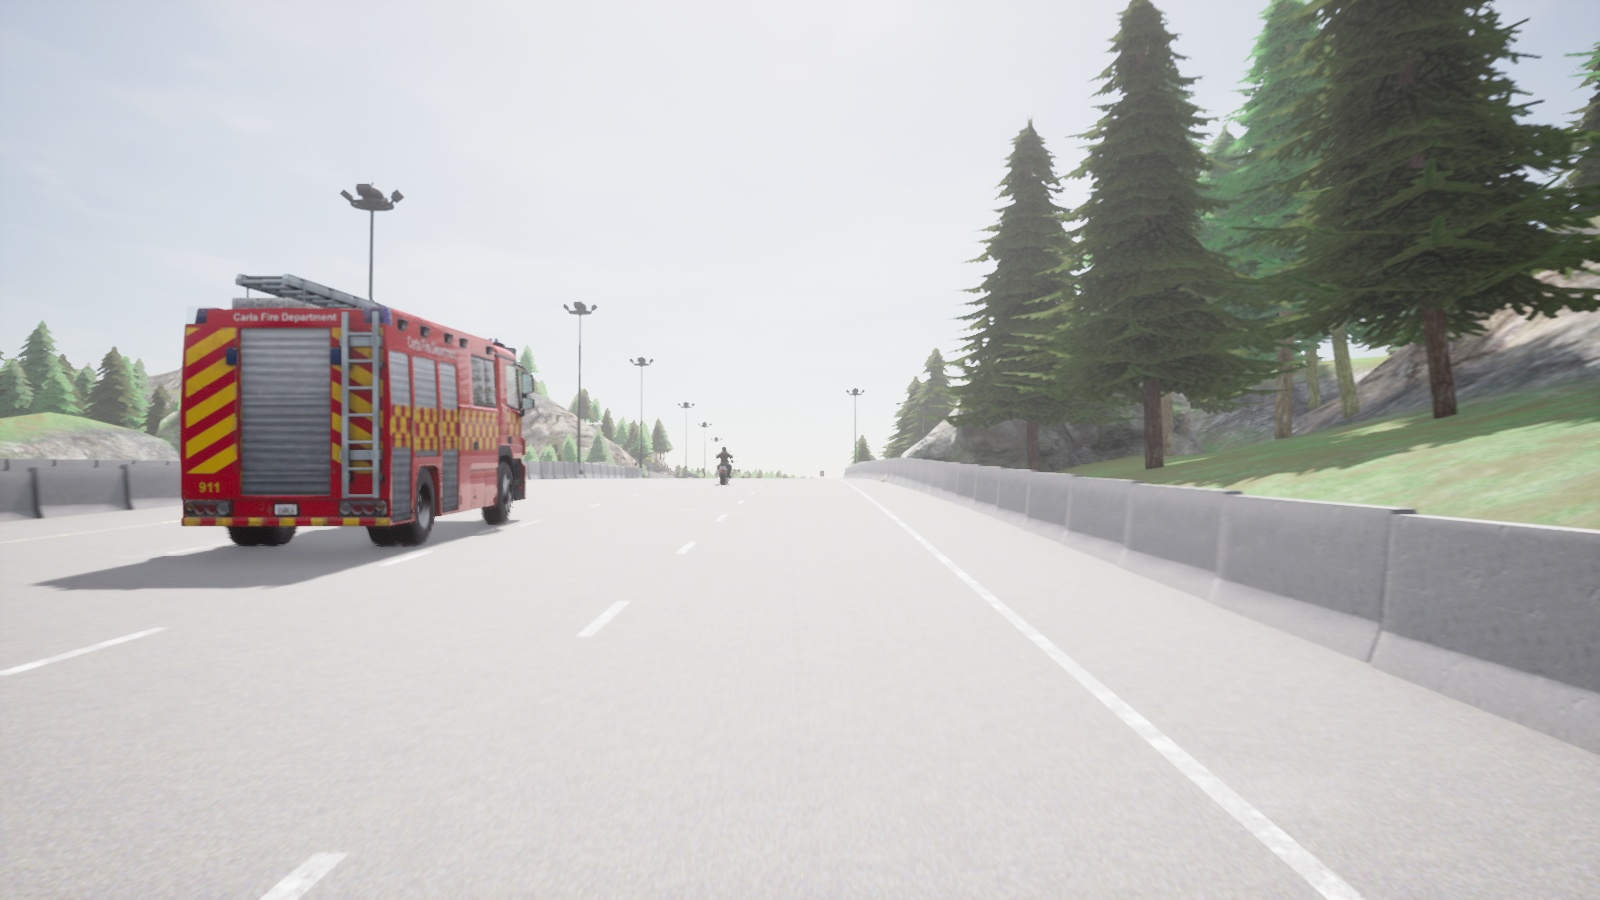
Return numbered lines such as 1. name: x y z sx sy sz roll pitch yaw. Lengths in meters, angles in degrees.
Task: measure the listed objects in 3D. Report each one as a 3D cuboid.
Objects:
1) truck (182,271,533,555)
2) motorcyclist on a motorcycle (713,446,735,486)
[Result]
1. truck: -6.863 -0.523 21.167 2.891 3.827 8.468 0 0 0
2. motorcyclist on a motorcycle: -3.183 0.663 53.000 0.766 1.649 2.350 0 -1 0
